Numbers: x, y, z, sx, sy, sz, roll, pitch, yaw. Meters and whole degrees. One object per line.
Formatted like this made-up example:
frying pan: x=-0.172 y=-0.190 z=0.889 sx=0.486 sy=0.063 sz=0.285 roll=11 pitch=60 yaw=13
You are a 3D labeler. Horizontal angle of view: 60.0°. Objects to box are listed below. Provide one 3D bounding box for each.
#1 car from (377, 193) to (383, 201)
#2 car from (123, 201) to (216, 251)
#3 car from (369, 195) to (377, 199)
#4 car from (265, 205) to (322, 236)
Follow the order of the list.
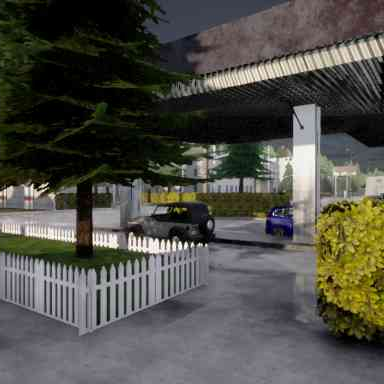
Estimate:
car: x=25.851 y=1.077 z=43.467 sx=1.905 sy=1.878 sz=3.866 roll=0 pitch=0 yaw=35
car: x=-0.912 y=1.313 z=13.790 sx=3.866 sy=1.878 sz=1.905 roll=0 pitch=0 yaw=35
car: x=33.119 y=1.298 z=60.206 sx=2.007 sy=1.523 sz=4.514 roll=0 pitch=0 yaw=35
car: x=5.890 y=1.480 z=15.937 sx=4.611 sy=1.667 sz=2.242 roll=0 pitch=0 yaw=35
